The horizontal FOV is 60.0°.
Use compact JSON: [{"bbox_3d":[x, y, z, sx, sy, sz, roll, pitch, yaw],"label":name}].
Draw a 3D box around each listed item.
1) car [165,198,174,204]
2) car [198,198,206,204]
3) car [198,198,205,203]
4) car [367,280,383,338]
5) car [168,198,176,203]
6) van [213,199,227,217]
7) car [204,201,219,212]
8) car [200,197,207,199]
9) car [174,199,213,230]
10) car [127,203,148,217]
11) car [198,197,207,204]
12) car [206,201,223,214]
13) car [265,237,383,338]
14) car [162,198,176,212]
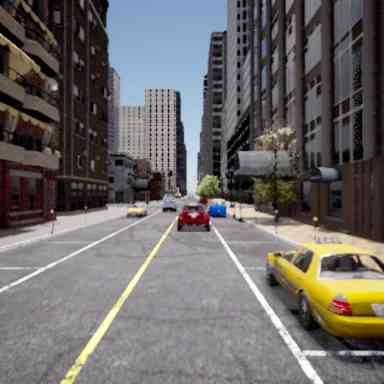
[{"bbox_3d":[-5.677,2.286,84.221,1.967,1.590,4.097,0,-1,0],"label":"car"},{"bbox_3d":[2.705,2.455,89.745,1.887,1.381,4.507,0,-1,0],"label":"car"},{"bbox_3d":[2.706,2.540,95.269,1.947,1.339,4.313,0,-1,0],"label":"car"},{"bbox_3d":[2.689,1.555,1.005,1.887,1.381,4.507,0,-1,0],"label":"car"},{"bbox_3d":[-5.675,2.414,95.269,1.967,1.590,4.097,0,-1,0],"label":"car"},{"bbox_3d":[2.695,1.665,34.987,1.690,1.788,3.998,0,-1,0],"label":"van"},{"bbox_3d":[2.697,2.016,46.311,1.802,1.307,4.206,0,-1,0],"label":"car"},{"bbox_3d":[2.702,2.100,78.700,2.192,1.841,5.009,0,-1,0],"label":"car"},{"bbox_3d":[0.104,1.564,22.992,2.097,1.767,4.553,0,-1,0],"label":"car"},{"bbox_3d":[-5.685,1.847,34.817,1.752,1.417,4.829,0,-1,0],"label":"car"},{"bbox_3d":[2.703,2.162,84.224,2.192,1.841,5.009,0,-1,0],"label":"car"},{"bbox_3d":[2.696,1.905,40.819,1.752,1.417,4.829,0,-1,0],"label":"car"},{"bbox_3d":[2.690,1.588,6.837,1.752,1.417,4.829,0,-1,0],"label":"car"},{"bbox_3d":[-2.992,1.973,45.486,2.033,1.411,5.357,0,-1,0],"label":"car"}]
